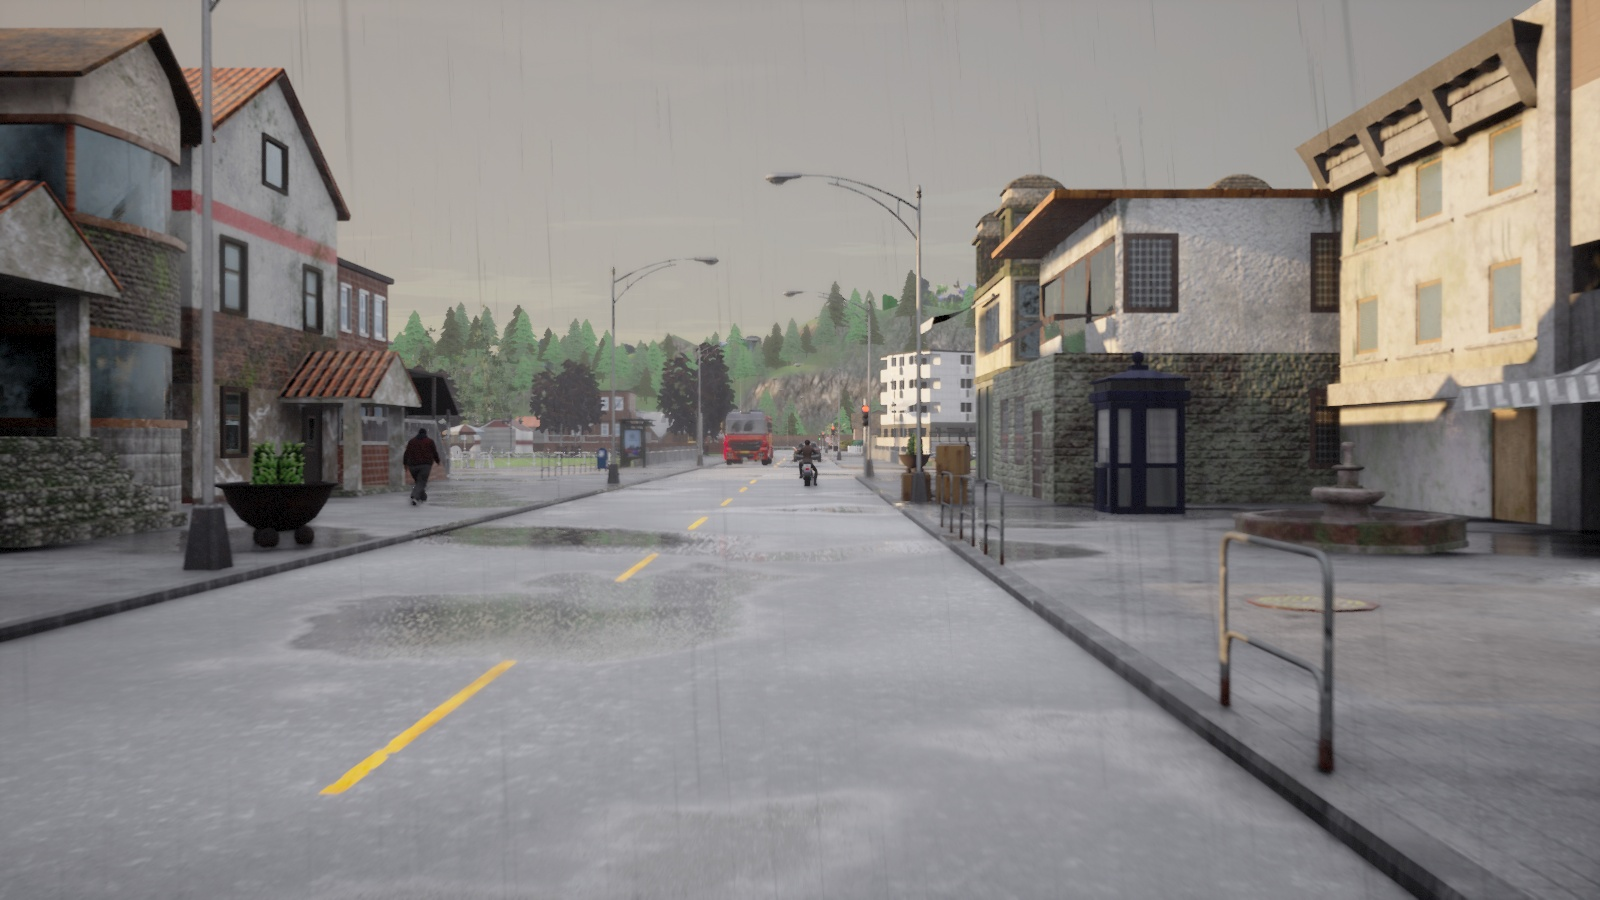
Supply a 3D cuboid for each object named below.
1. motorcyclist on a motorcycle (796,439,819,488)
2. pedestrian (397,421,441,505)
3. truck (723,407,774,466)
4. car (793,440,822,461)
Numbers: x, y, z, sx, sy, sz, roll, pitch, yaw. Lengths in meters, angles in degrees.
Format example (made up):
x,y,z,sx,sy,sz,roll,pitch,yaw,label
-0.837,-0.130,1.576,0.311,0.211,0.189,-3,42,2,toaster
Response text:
x,y,z,sx,sy,sz,roll,pitch,yaw,label
0.258,0.451,43.596,0.766,1.649,2.350,0,0,1,motorcyclist on a motorcycle
-8.511,0.288,28.083,0.634,1.844,0.899,0,0,5,pedestrian
-3.459,-0.906,86.060,2.891,3.827,8.468,0,0,2,truck
0.576,0.034,98.860,2.242,1.667,4.611,0,0,0,car
